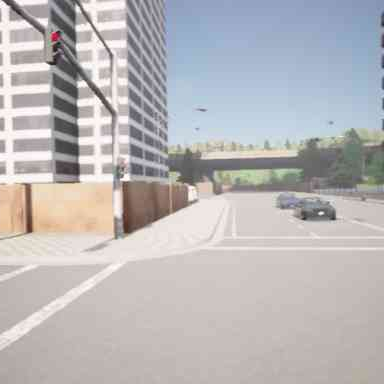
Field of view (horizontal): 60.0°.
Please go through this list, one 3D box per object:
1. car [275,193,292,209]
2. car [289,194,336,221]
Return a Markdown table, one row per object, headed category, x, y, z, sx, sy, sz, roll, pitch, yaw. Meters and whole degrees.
| category | x | y | z | sx | sy | sz | roll | pitch | yaw |
| --- | --- | --- | --- | --- | --- | --- | --- | --- | --- |
| car | 9.193 | 0.835 | 32.092 | 2.033 | 1.411 | 5.357 | -1 | 1 | 7 |
| car | 7.897 | 1.041 | 21.703 | 1.994 | 1.385 | 4.181 | -1 | 1 | 7 |
